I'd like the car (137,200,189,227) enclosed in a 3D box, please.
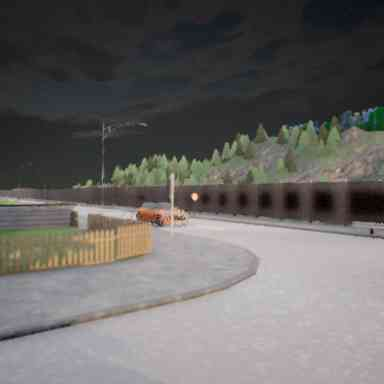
[{"bbox_3d":[-2.141,1.466,23.730,2.097,1.767,4.553,1,0,-35],"label":"car"}]
